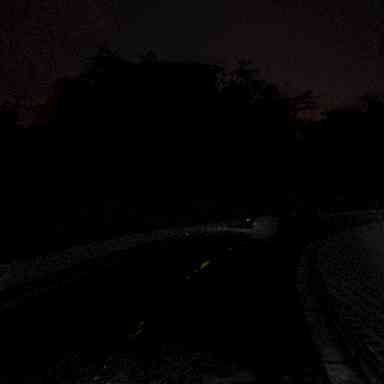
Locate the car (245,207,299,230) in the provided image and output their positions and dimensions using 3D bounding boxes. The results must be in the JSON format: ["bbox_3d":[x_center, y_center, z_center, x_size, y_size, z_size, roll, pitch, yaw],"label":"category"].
[{"bbox_3d":[5.761,1.768,23.257,2.033,1.411,5.357,0,-1,38],"label":"car"}]
